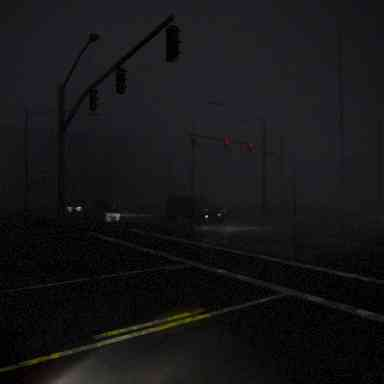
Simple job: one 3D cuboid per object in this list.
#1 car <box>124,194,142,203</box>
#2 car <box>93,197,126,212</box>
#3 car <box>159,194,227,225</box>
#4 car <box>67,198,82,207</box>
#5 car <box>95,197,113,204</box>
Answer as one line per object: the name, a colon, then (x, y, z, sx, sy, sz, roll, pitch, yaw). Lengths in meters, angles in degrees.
car: (-13.672, 1.532, 72.540, 1.812, 1.442, 4.674, 0, 0, 30)
car: (-9.978, 1.496, 38.636, 2.128, 1.511, 4.902, 0, 0, -35)
car: (0.128, 1.226, 24.859, 2.150, 2.045, 5.566, 0, 0, -39)
car: (-17.969, 1.567, 50.744, 1.994, 1.385, 4.181, 0, 0, -23)
car: (-16.501, 1.607, 62.712, 1.895, 1.301, 4.718, 0, 0, 3)
